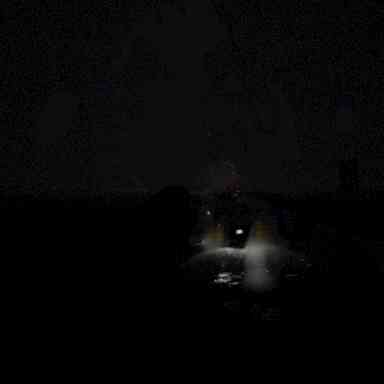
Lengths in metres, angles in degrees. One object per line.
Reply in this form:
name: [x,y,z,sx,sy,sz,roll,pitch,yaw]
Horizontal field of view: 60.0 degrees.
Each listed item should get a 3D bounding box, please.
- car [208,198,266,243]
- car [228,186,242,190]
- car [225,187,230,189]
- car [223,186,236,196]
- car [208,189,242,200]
car: [1.817,1.195,13.989,1.994,1.385,4.181,-3,1,3]
car: [6.086,0.042,47.561,1.837,1.490,4.892,-3,1,3]
car: [2.684,0.544,35.682,1.812,1.442,4.674,-3,1,2]
car: [6.488,-0.207,57.719,1.837,1.490,4.892,-3,1,2]
car: [2.214,0.827,24.328,2.128,1.511,4.902,-3,2,2]
